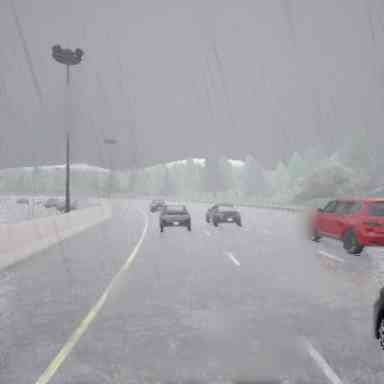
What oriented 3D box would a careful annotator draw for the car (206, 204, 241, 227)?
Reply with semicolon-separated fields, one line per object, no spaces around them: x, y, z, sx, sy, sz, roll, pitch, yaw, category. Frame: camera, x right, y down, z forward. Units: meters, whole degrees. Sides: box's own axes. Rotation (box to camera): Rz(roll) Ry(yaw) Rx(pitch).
2.140;1.573;23.230;1.812;1.442;4.674;0;0;-7;car

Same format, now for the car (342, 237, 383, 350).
3.493;1.487;2.762;2.128;1.511;4.902;0;0;-1;car

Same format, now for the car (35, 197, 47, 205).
-29.365;1.766;64.785;1.812;1.442;4.674;0;0;-20;car

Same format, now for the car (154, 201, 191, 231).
-1.127;1.544;20.980;2.128;1.511;4.902;0;0;-6;car

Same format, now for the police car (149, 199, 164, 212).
-4.046;1.610;39.839;2.038;1.542;4.974;0;0;-11;police car

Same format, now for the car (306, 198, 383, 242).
6.579;1.232;13.432;2.150;2.045;5.566;0;0;-3;car
